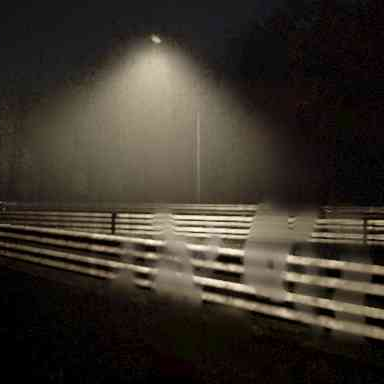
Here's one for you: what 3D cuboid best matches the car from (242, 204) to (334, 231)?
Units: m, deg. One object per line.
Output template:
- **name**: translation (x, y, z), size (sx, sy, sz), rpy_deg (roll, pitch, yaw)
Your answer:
- **car**: translation (4.948, 1.410, 17.440), size (4.553, 1.767, 2.097), rpy_deg (0, 0, 20)
